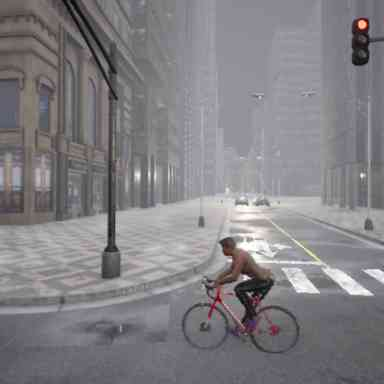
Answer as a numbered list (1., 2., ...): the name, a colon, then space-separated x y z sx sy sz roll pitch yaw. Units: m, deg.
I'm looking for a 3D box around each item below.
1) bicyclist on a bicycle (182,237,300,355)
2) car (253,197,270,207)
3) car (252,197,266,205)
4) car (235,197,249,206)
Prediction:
1. bicyclist on a bicycle: 0.668 1.464 4.687 1.656 1.620 0.582 0 -1 7
2. car: 10.427 1.429 49.158 1.812 1.442 4.674 0 0 8
3. car: 11.237 1.488 55.987 1.895 1.301 4.718 0 0 7
4. car: 7.542 1.450 50.535 1.994 1.385 4.181 0 0 7
